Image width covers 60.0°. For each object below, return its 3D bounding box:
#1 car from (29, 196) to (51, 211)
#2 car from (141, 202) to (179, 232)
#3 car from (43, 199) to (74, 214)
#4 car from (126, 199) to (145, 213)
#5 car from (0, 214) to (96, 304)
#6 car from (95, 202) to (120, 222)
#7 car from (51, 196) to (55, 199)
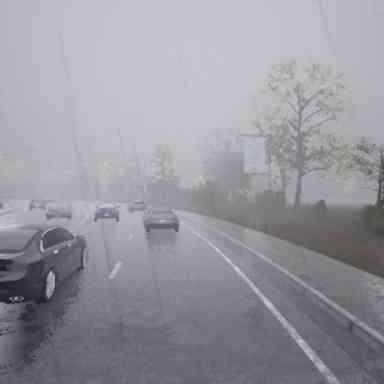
[{"bbox_3d":[-19.259,1.527,41.728,2.128,1.511,4.902,0,0,-23],"label":"car"},{"bbox_3d":[-1.961,1.573,20.468,1.994,1.385,4.181,0,0,-10],"label":"car"},{"bbox_3d":[-10.877,1.553,27.713,1.812,1.442,4.674,0,0,-15],"label":"car"},{"bbox_3d":[-6.260,1.514,37.391,2.128,1.511,4.902,0,0,-18],"label":"car"},{"bbox_3d":[-3.882,1.517,8.076,1.837,1.490,4.892,0,0,-4],"label":"car"},{"bbox_3d":[-6.858,1.546,26.893,1.812,1.442,4.674,0,0,-13],"label":"car"},{"bbox_3d":[-27.531,1.525,64.502,1.882,1.535,5.008,0,0,-35],"label":"car"}]
